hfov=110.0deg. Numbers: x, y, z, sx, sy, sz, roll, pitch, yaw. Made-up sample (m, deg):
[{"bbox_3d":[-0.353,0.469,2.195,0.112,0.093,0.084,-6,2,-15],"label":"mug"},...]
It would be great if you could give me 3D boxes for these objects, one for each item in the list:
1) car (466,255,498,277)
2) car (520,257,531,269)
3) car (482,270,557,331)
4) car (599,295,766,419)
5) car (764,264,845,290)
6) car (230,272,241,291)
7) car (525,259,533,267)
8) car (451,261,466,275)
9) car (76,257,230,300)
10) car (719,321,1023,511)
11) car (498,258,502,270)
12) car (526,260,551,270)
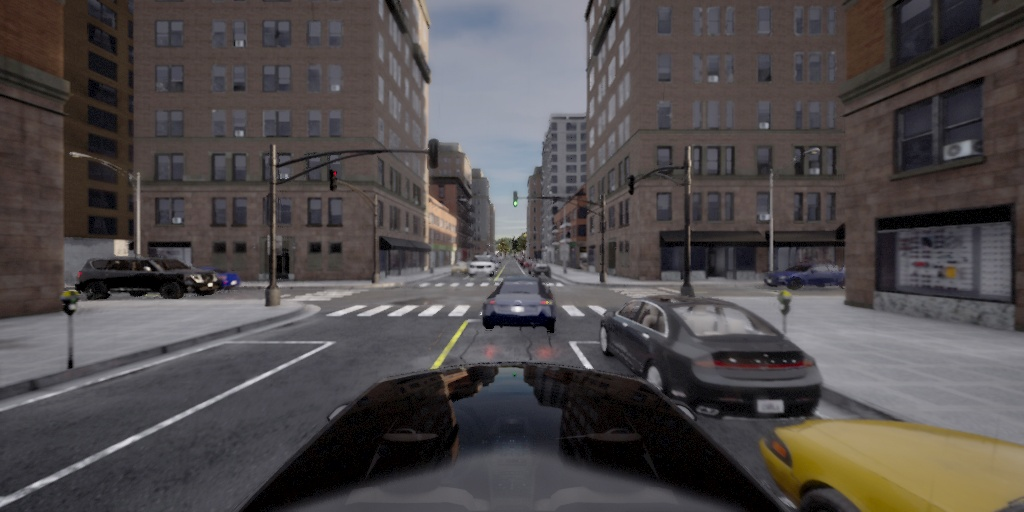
[{"bbox_3d":[-2.852,0.956,34.903,2.150,2.045,5.566,0,0,0],"label":"car"},{"bbox_3d":[2.630,1.160,55.448,1.967,1.591,4.097,0,0,0],"label":"car"},{"bbox_3d":[0.356,1.309,11.006,1.994,1.385,4.181,0,0,6],"label":"car"},{"bbox_3d":[2.639,1.298,5.845,2.007,1.370,4.403,0,0,0],"label":"car"},{"bbox_3d":[17.047,1.164,20.490,4.674,1.442,1.812,0,0,0],"label":"car"},{"bbox_3d":[-18.062,1.357,20.371,4.674,1.442,1.812,0,0,1],"label":"car"},{"bbox_3d":[2.633,1.314,38.403,1.802,1.307,4.207,0,0,0],"label":"car"},{"bbox_3d":[-5.393,1.257,38.231,1.751,1.417,4.829,0,0,0],"label":"car"},{"bbox_3d":[-17.525,1.050,17.460,5.566,2.045,2.150,0,0,-2],"label":"car"},{"bbox_3d":[2.645,1.276,0.609,1.751,1.417,4.829,0,0,0],"label":"car"},{"bbox_3d":[-2.830,1.325,50.620,1.895,1.301,4.718,0,0,0],"label":"car"},{"bbox_3d":[2.633,1.286,32.721,2.007,1.370,4.403,0,0,0],"label":"car"}]
